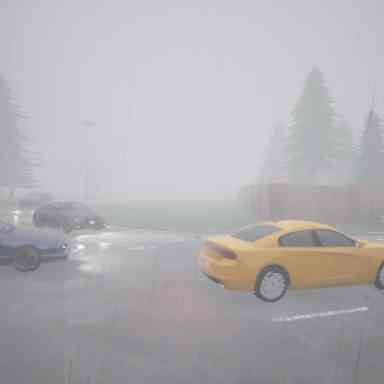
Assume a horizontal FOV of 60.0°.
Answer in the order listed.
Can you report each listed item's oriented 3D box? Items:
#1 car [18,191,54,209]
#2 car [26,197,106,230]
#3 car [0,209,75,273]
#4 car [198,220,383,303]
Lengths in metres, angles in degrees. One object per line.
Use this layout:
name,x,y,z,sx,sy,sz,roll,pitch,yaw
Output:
car,-14.142,0.720,30.381,1.882,1.535,5.008,1,1,-6
car,-6.169,1.183,16.613,4.181,1.385,1.994,2,1,38
car,-5.971,1.278,8.603,5.357,1.411,2.033,1,1,-18
car,2.646,1.428,7.852,5.008,1.535,1.882,1,1,-19
